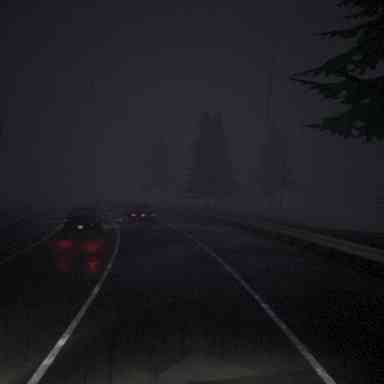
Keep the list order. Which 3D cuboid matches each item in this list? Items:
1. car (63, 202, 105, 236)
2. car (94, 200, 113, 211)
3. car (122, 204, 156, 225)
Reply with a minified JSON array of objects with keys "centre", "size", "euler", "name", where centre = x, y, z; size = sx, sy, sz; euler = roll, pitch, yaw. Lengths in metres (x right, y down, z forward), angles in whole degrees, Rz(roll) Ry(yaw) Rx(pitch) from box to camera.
[{"centre":[-6.047,1.535,18.658],"size":[1.812,1.442,4.674],"euler":[0,0,-13],"name":"car"},{"centre":[-11.167,1.614,40.749],"size":[1.895,1.301,4.718],"euler":[0,0,-29],"name":"car"},{"centre":[-3.886,1.547,23.992],"size":[2.033,1.411,5.357],"euler":[0,0,-17],"name":"car"}]
